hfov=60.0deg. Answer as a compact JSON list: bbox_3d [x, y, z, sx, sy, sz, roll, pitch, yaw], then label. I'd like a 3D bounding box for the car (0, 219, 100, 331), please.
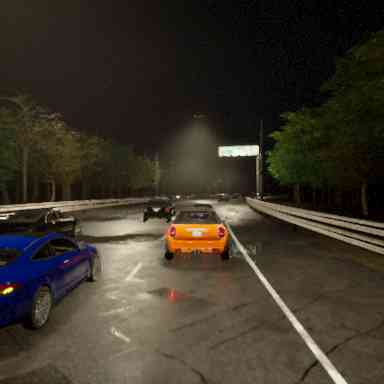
[{"bbox_3d":[-3.315,1.529,6.758,1.812,1.442,4.674,0,0,1],"label":"car"}]

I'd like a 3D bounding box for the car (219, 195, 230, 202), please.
[{"bbox_3d":[7.629,1.400,77.717,2.097,1.767,4.553,0,0,11],"label":"car"}]

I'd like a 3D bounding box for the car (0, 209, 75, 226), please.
[{"bbox_3d":[-6.597,1.512,14.839,1.837,1.490,4.892,0,0,2],"label":"car"}]

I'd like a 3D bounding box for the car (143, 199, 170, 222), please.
[{"bbox_3d":[-2.462,1.374,26.529,2.097,1.767,4.553,0,0,4],"label":"car"}]

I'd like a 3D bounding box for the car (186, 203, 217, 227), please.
[{"bbox_3d":[0.780,1.577,24.315,2.033,1.411,5.357,0,0,4],"label":"car"}]

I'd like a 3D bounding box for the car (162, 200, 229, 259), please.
[{"bbox_3d":[0.237,1.371,12.843,2.097,1.767,4.553,0,0,2],"label":"car"}]
